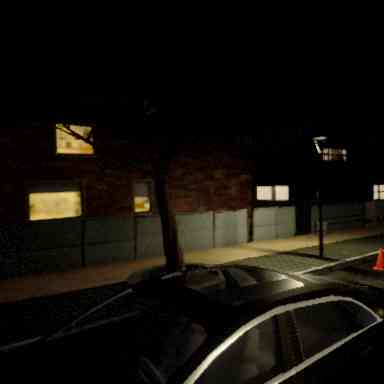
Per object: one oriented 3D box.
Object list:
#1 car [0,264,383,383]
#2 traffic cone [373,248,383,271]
[{"bbox_3d":[0.050,1.481,2.666,4.902,1.511,2.128,-1,0,-36],"label":"car"},{"bbox_3d":[5.342,1.879,9.384,0.340,0.580,0.340,-1,0,-38],"label":"traffic cone"}]
